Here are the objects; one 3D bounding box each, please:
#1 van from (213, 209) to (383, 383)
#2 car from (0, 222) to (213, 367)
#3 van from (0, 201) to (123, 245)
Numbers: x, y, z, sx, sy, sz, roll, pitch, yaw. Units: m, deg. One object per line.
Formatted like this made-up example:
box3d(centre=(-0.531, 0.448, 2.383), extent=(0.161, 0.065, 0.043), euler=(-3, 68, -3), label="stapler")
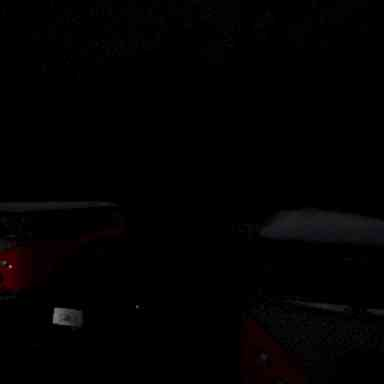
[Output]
box3d(centre=(1.645, 1.248, 4.111), extent=(1.878, 1.987, 4.442), euler=(1, 0, 15), label="van")
box3d(centre=(-0.781, 1.480, 5.999), extent=(2.163, 1.488, 4.792), euler=(0, 0, 15), label="car")
box3d(centre=(-3.267, 1.198, 7.600), extent=(1.878, 1.987, 4.442), euler=(1, 0, 15), label="van")
